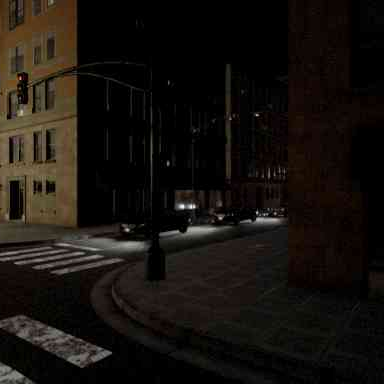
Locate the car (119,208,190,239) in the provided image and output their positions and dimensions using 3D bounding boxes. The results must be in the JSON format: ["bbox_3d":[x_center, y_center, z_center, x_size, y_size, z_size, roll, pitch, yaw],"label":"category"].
[{"bbox_3d":[-1.878,1.610,18.276,1.812,1.442,4.674,0,0,34],"label":"car"}]

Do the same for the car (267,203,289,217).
[{"bbox_3d":[9.356,1.791,34.011,1.895,1.301,4.718,0,0,36],"label":"car"}]

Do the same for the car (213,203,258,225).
[{"bbox_3d":[3.453,1.627,25.748,2.128,1.511,4.902,0,0,35],"label":"car"}]
